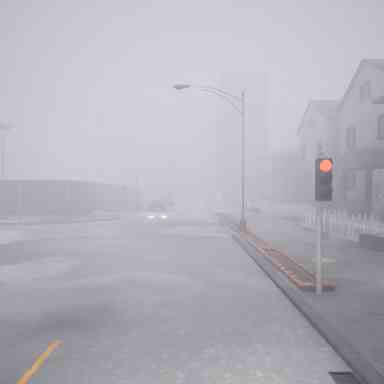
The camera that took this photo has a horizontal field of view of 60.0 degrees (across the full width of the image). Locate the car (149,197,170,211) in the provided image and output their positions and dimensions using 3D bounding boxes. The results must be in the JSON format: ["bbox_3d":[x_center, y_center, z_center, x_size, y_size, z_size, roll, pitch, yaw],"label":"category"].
[{"bbox_3d":[-4.097,1.601,40.991,1.895,1.301,4.718,0,0,0],"label":"car"}]

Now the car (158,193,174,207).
[{"bbox_3d":[-4.074,1.222,51.993,2.150,2.045,5.566,0,0,1],"label":"car"}]
